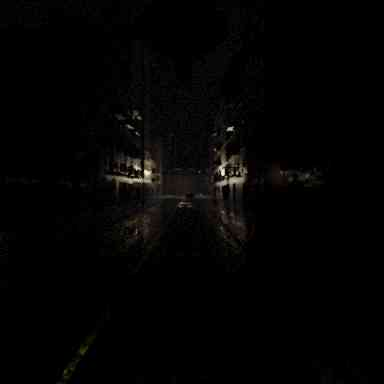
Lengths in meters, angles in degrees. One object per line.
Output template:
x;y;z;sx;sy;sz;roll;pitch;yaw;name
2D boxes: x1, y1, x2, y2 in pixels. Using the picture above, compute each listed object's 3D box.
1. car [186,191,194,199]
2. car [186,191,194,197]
-0.477;0.771;76.650;1.837;1.490;4.892;0;0;0;car
-0.542;0.592;87.067;1.882;1.535;5.008;0;0;0;car
